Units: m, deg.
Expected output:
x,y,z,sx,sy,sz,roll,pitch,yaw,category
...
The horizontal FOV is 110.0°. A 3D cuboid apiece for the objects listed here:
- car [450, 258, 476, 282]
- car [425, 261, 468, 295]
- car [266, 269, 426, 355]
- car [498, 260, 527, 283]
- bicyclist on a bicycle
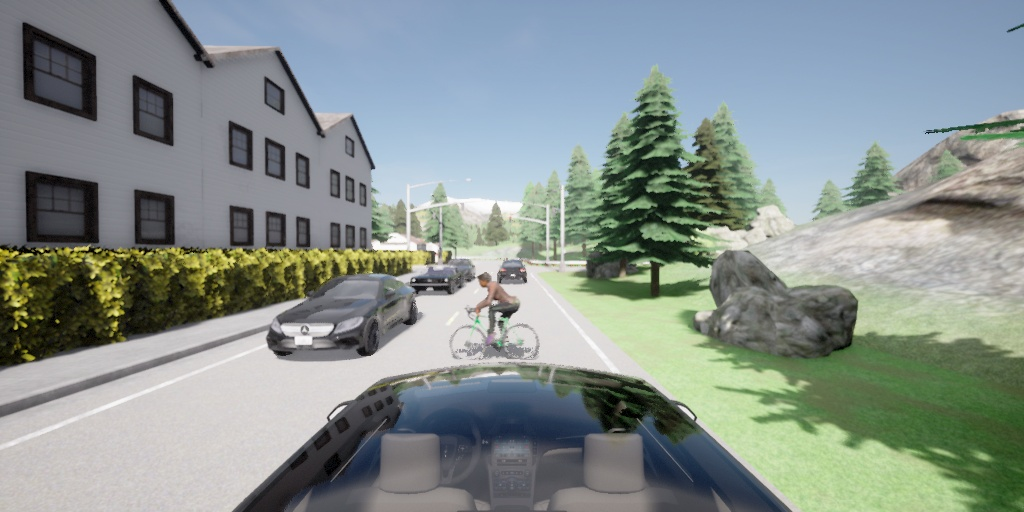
x,y,z,sx,sy,sz,roll,pitch,yaw,category
-3.564,0.932,24.564,1.837,1.490,4.892,0,1,0,car
-3.608,1.120,17.962,1.895,1.301,4.718,0,1,0,car
-3.604,1.179,8.540,1.812,1.442,4.674,0,1,0,car
0.039,0.965,23.590,1.812,1.442,4.674,0,1,0,car
-0.334,1.135,6.575,1.656,1.620,0.582,-1,1,0,bicyclist on a bicycle
